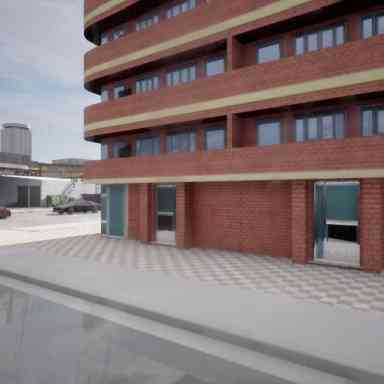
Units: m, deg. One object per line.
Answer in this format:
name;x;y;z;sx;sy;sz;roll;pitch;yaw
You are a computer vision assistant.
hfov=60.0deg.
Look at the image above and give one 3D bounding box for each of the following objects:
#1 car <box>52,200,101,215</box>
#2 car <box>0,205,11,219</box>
car;-11.704;1.547;34.608;2.033;1.411;5.357;0;0;34
car;-17.013;1.564;26.880;1.994;1.385;4.181;0;0;34
